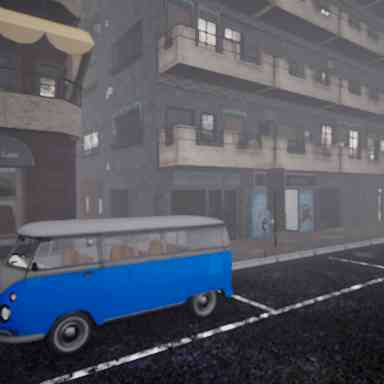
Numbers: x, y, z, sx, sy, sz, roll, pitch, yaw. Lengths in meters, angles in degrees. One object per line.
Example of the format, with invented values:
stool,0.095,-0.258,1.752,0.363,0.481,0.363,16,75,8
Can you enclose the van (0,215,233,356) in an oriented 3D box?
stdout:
van,-1.139,1.341,5.756,3.998,1.788,1.690,0,0,-35
